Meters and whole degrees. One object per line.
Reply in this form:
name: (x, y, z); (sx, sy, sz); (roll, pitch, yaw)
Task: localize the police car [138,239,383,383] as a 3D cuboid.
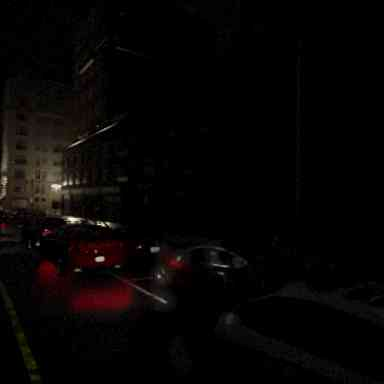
police car: (1.452, 1.573, 3.436); (1.930, 1.638, 5.238); (2, -2, -34)

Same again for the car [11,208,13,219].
car: (-20.915, 2.689, 40.605); (1.947, 1.339, 4.313); (1, -2, -34)

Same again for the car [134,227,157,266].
car: (-2.363, 1.982, 12.701); (1.947, 1.339, 4.313); (1, -2, -34)

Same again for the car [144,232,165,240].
car: (0.729, 1.863, 8.051); (1.947, 1.339, 4.313); (1, -2, -34)

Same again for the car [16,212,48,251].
car: (-7.348, 1.993, 16.660); (1.837, 1.490, 4.892); (2, -2, -34)

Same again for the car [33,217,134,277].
car: (-4.025, 1.838, 11.667); (1.882, 1.535, 5.008); (2, -2, -34)

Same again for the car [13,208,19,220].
car: (-17.917, 2.536, 36.097); (1.752, 1.417, 4.829); (1, -2, -34)

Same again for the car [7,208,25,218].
car: (-24.007, 2.821, 45.255); (1.802, 1.307, 4.206); (1, -2, -34)

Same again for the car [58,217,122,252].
car: (-5.455, 2.087, 17.352); (2.008, 1.369, 4.403); (1, -2, -34)

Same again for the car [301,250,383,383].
car: (3.726, 1.706, 3.543); (1.752, 1.417, 4.829); (1, -2, -34)

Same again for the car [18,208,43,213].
car: (-14.731, 2.441, 31.304); (2.008, 1.369, 4.403); (1, -2, -34)

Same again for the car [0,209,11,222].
car: (-20.871, 2.549, 35.417); (1.895, 1.301, 4.718); (2, -2, -33)
